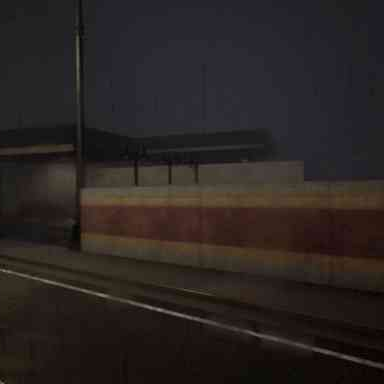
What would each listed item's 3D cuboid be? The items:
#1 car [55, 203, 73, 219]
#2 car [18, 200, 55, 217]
[{"bbox_3d":[-11.079,1.815,33.140,1.970,1.475,3.806,-1,-1,37],"label":"car"},{"bbox_3d":[-16.160,1.729,35.931,2.242,1.667,4.611,-1,-1,37],"label":"car"}]
